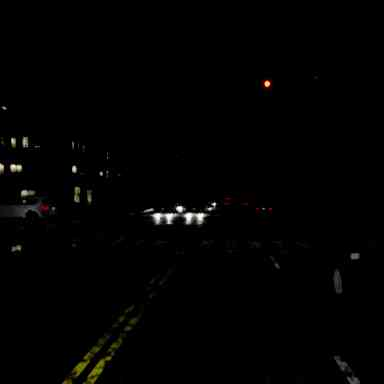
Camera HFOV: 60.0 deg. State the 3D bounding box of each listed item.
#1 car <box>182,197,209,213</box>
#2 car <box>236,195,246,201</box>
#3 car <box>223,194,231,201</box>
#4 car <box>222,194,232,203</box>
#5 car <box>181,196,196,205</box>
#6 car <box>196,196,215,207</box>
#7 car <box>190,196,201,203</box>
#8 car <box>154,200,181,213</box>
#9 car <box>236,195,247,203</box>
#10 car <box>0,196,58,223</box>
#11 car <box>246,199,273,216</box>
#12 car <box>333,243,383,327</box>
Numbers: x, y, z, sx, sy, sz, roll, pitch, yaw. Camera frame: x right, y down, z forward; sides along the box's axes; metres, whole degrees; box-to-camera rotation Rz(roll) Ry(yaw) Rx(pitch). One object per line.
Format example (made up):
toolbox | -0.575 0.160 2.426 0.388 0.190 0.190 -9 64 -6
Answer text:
car | 0.398 1.573 36.244 1.994 1.385 4.181 0 0 6
car | 11.628 1.369 78.966 2.128 1.511 4.902 0 0 6
car | 8.396 1.322 79.313 1.882 1.535 5.008 0 0 6
car | 7.282 1.517 68.954 1.837 1.490 4.892 0 0 6
car | -0.934 1.612 54.158 1.895 1.301 4.718 0 0 6
car | 2.030 1.488 51.346 1.882 1.535 5.008 0 0 6
car | 0.782 1.537 69.277 1.812 1.442 4.674 0 0 6
car | -2.837 1.573 36.551 1.994 1.385 4.181 0 0 6
car | 10.561 1.600 69.051 1.895 1.301 4.718 0 0 6
car | -13.580 1.384 26.489 5.566 2.045 2.150 -1 0 6
car | 6.731 1.556 32.472 2.033 1.411 5.357 0 0 6
car | 3.802 1.479 5.248 1.882 1.535 5.008 0 0 6
